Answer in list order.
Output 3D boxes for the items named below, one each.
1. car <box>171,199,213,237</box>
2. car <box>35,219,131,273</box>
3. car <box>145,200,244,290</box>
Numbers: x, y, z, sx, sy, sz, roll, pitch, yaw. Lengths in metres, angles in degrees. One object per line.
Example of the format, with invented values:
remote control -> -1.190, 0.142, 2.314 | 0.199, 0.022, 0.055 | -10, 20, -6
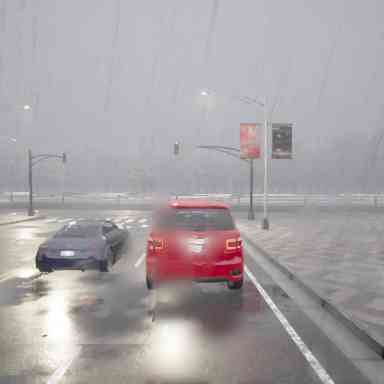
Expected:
car -> -0.024, 1.343, 18.813 | 2.097, 1.767, 4.553 | 0, 0, 0
car -> -3.218, 1.559, 10.621 | 1.994, 1.385, 4.181 | 0, 0, 0
car -> 0.044, 1.217, 9.223 | 2.150, 2.045, 5.566 | 0, 0, -1
